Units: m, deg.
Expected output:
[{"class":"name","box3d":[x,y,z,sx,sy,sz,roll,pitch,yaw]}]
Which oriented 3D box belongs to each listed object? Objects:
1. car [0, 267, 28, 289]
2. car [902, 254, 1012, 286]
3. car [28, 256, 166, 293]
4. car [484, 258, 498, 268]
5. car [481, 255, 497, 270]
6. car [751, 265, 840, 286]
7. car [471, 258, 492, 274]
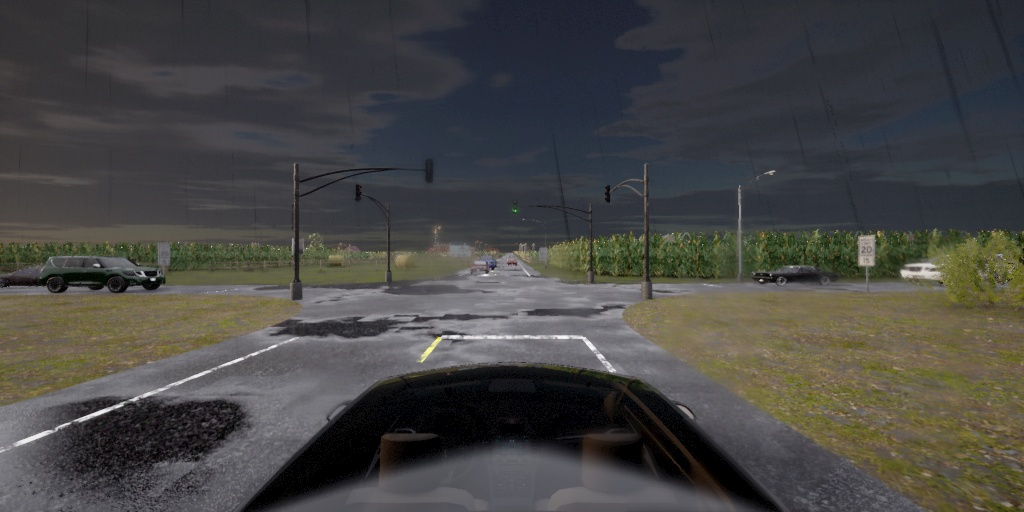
[{"class":"car","box3d":[-30.580,1.367,23.474,5.357,1.411,2.033,0,0,0]},{"class":"car","box3d":[29.584,0.883,23.943,5.566,2.045,2.150,0,0,-1]},{"class":"car","box3d":[-23.372,1.009,20.569,5.566,2.045,2.150,0,0,0]},{"class":"car","box3d":[-3.575,1.180,61.608,2.128,1.511,4.902,0,0,0]},{"class":"car","box3d":[-3.588,0.932,51.184,2.150,2.045,5.566,0,0,0]},{"class":"car","box3d":[18.729,1.294,23.865,4.718,1.301,1.895,0,0,-3]},{"class":"car","box3d":[-3.599,1.251,41.233,1.812,1.442,4.674,0,0,0]}]
